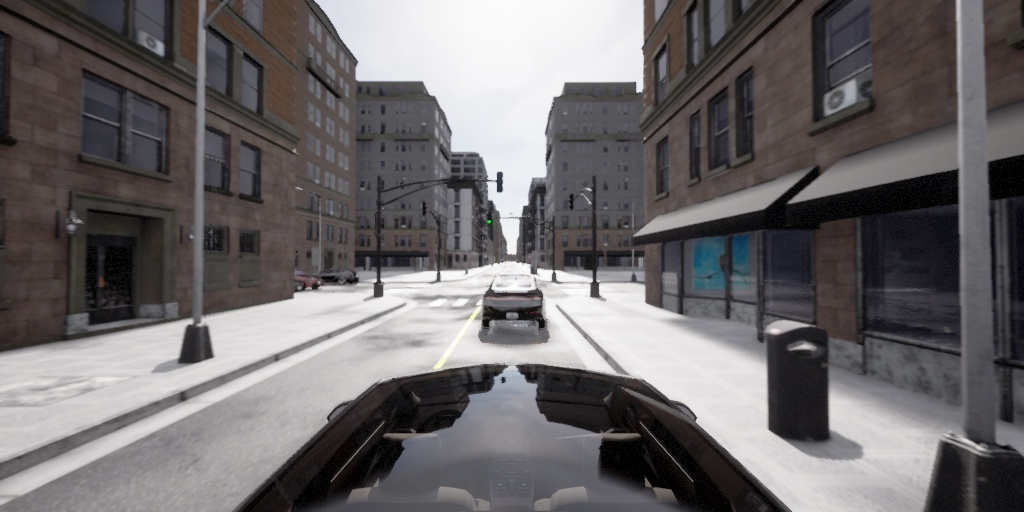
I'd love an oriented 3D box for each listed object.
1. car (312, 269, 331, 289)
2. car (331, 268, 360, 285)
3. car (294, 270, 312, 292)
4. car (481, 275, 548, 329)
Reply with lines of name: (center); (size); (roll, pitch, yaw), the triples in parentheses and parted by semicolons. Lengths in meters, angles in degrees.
car: (-14.785, 1.572, 23.822); (4.181, 1.385, 1.994); (0, -1, 0)
car: (-14.738, 1.670, 29.296); (4.313, 1.339, 1.948); (0, 0, 0)
car: (-14.752, 1.530, 21.271); (4.313, 1.339, 1.948); (0, 0, 0)
car: (0.130, 1.365, 11.780); (2.128, 1.511, 4.902); (0, -1, 3)
